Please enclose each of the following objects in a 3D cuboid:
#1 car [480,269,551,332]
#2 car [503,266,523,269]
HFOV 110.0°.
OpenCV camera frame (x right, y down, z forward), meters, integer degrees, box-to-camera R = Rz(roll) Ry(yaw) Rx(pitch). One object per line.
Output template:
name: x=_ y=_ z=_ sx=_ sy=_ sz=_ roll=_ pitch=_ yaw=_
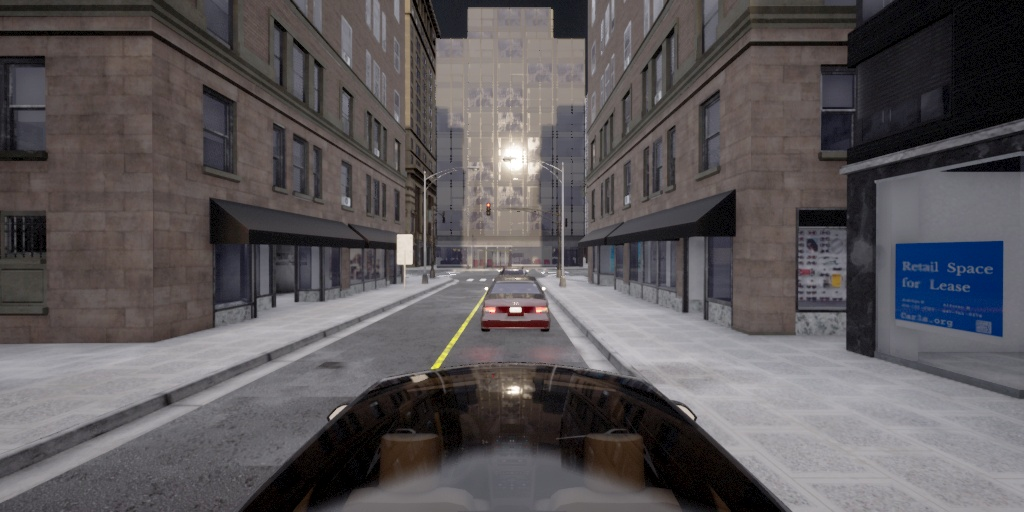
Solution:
car: x=0.094 y=1.292 z=10.812 sx=2.033 sy=1.411 sz=5.357 roll=0 pitch=0 yaw=0
car: x=0.085 y=1.298 z=21.478 sx=1.994 sy=1.385 sz=4.181 roll=0 pitch=0 yaw=0
